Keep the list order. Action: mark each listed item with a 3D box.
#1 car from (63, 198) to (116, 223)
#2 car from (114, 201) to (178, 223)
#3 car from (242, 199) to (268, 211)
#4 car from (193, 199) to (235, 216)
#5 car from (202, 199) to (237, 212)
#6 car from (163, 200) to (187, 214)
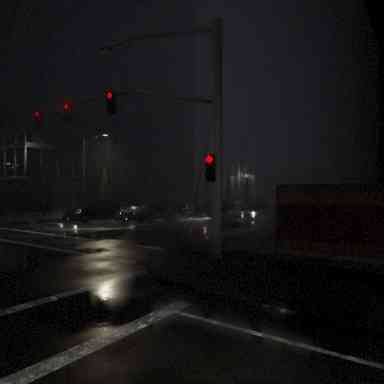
[{"bbox_3d":[-7.744,1.407,26.025,2.097,1.767,4.553,0,0,36],"label":"car"},{"bbox_3d":[-3.479,1.656,25.975,1.895,1.301,4.718,0,0,36],"label":"car"},{"bbox_3d":[8.008,1.581,41.997,1.812,1.442,4.674,0,0,36],"label":"car"},{"bbox_3d":[2.037,1.533,33.678,1.882,1.535,5.008,0,0,35],"label":"car"},{"bbox_3d":[3.529,1.603,41.776,2.033,1.411,5.357,0,0,35],"label":"car"},{"bbox_3d":[-2.426,1.560,33.458,1.837,1.490,4.892,0,0,36],"label":"car"}]
